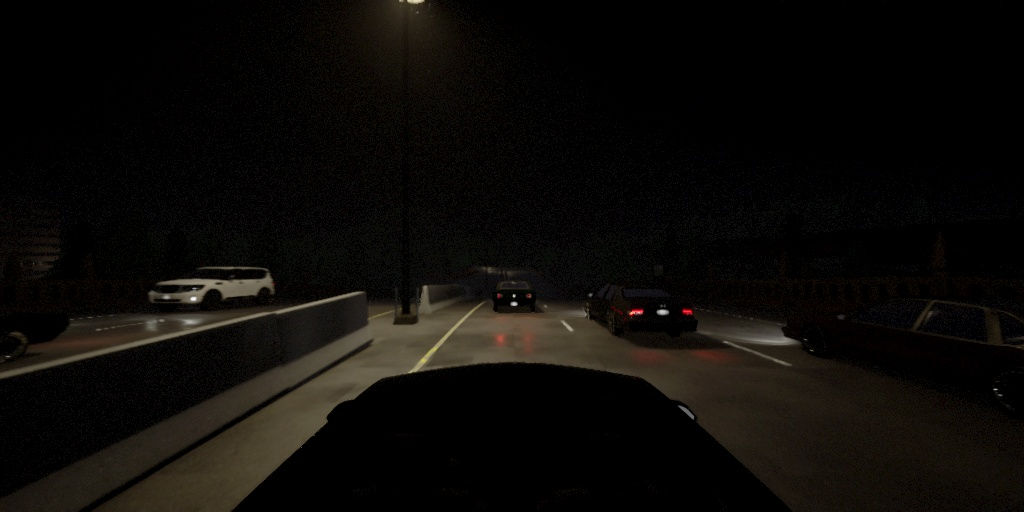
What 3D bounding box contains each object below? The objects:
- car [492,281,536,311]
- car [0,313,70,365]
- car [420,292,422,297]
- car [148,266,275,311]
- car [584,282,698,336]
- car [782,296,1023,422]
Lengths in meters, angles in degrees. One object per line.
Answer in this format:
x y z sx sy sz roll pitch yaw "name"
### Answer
0.096 1.874 17.430 1.895 1.301 4.718 0 -4 0 "car"
-10.601 1.394 5.538 1.895 1.301 4.718 0 -1 0 "car"
-10.580 5.067 48.755 1.895 1.301 4.718 0 -6 0 "car"
-14.103 1.497 17.411 2.150 2.045 5.566 0 -4 0 "car"
3.596 1.494 11.051 2.033 1.411 5.357 0 -2 0 "car"
7.097 1.343 5.705 2.033 1.411 5.357 0 -1 0 "car"
